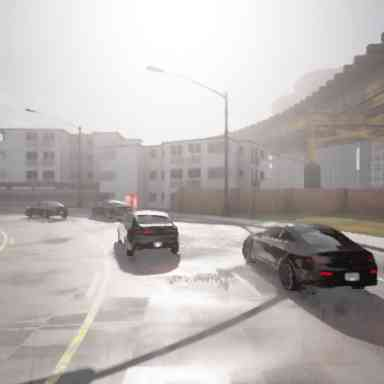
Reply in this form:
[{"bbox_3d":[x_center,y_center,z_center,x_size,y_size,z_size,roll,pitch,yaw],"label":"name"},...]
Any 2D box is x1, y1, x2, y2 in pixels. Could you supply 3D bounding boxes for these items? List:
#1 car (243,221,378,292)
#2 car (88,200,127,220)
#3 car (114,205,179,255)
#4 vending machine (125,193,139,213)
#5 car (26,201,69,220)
[{"bbox_3d":[2.824,1.511,8.877,1.812,1.442,4.674,0,0,-9],"label":"car"},{"bbox_3d":[-6.930,1.459,27.843,1.837,1.490,4.892,1,-1,-43],"label":"car"},{"bbox_3d":[-1.859,1.483,13.289,1.837,1.490,4.892,1,0,-18],"label":"car"},{"bbox_3d":[-6.388,1.137,35.384,0.880,2.100,1.100,0,0,39],"label":"vending machine"},{"bbox_3d":[-12.117,1.480,27.867,4.674,1.442,1.812,0,0,40],"label":"car"}]
